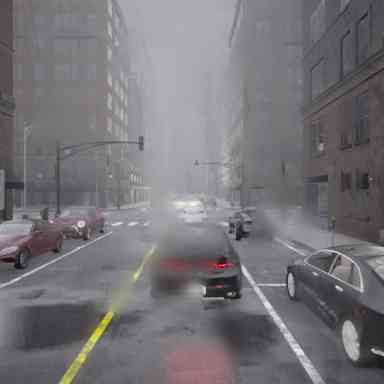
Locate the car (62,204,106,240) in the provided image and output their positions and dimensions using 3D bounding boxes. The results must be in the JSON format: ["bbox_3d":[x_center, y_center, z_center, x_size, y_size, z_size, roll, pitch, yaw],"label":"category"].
[{"bbox_3d":[-5.668,1.440,16.547,1.967,1.590,4.097,0,0,0],"label":"car"}]

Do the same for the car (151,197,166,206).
[{"bbox_3d":[-5.627,1.616,53.650,1.802,1.307,4.206,0,0,0],"label":"car"}]

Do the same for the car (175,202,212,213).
[{"bbox_3d":[0.044,1.526,18.667,1.812,1.442,4.674,0,0,-1],"label":"car"}]

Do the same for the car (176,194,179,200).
[{"bbox_3d":[-5.554,1.453,91.510,2.192,1.841,5.009,0,0,0],"label":"car"}]

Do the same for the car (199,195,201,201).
[{"bbox_3d":[2.919,1.604,64.454,2.008,1.369,4.403,0,0,0],"label":"car"}]

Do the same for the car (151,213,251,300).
[{"bbox_3d":[0.100,1.505,8.381,1.837,1.490,4.892,0,0,0],"label":"car"}]

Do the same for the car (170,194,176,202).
[{"bbox_3d":[-5.575,1.623,80.523,1.752,1.417,4.829,0,0,0],"label":"car"}]

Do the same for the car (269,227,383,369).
[{"bbox_3d":[2.856,1.550,5.543,2.008,1.369,4.403,0,0,0],"label":"car"}]

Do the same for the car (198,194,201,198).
[{"bbox_3d":[2.939,1.521,75.272,1.967,1.590,4.097,0,0,0],"label":"car"}]

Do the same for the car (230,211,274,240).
[{"bbox_3d":[2.858,1.566,16.546,1.947,1.339,4.313,0,0,0],"label":"car"}]

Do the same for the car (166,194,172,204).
[{"bbox_3d":[-5.605,1.604,64.467,2.008,1.369,4.403,0,0,0],"label":"car"}]

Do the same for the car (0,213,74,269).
[{"bbox_3d":[-5.668,1.582,11.046,1.802,1.307,4.206,0,0,0],"label":"car"}]

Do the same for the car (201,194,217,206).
[{"bbox_3d":[2.897,1.474,53.636,1.967,1.590,4.097,0,0,0],"label":"car"}]
